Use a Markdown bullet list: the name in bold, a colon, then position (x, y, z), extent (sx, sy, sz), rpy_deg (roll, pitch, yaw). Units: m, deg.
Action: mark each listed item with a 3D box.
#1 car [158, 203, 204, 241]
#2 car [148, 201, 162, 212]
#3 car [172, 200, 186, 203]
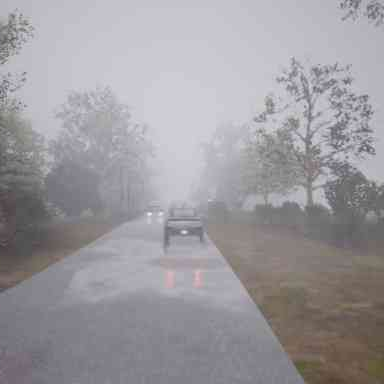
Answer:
- **car**: position (-0.444, 1.553, 16.965), extent (2.128, 1.511, 4.902), rpy_deg (0, 0, -3)
- **car**: position (-4.841, 1.943, 45.017), extent (1.837, 1.490, 4.892), rpy_deg (0, -2, -3)
- **car**: position (-1.397, 1.613, 35.340), extent (2.097, 1.767, 4.553), rpy_deg (0, -1, -3)
